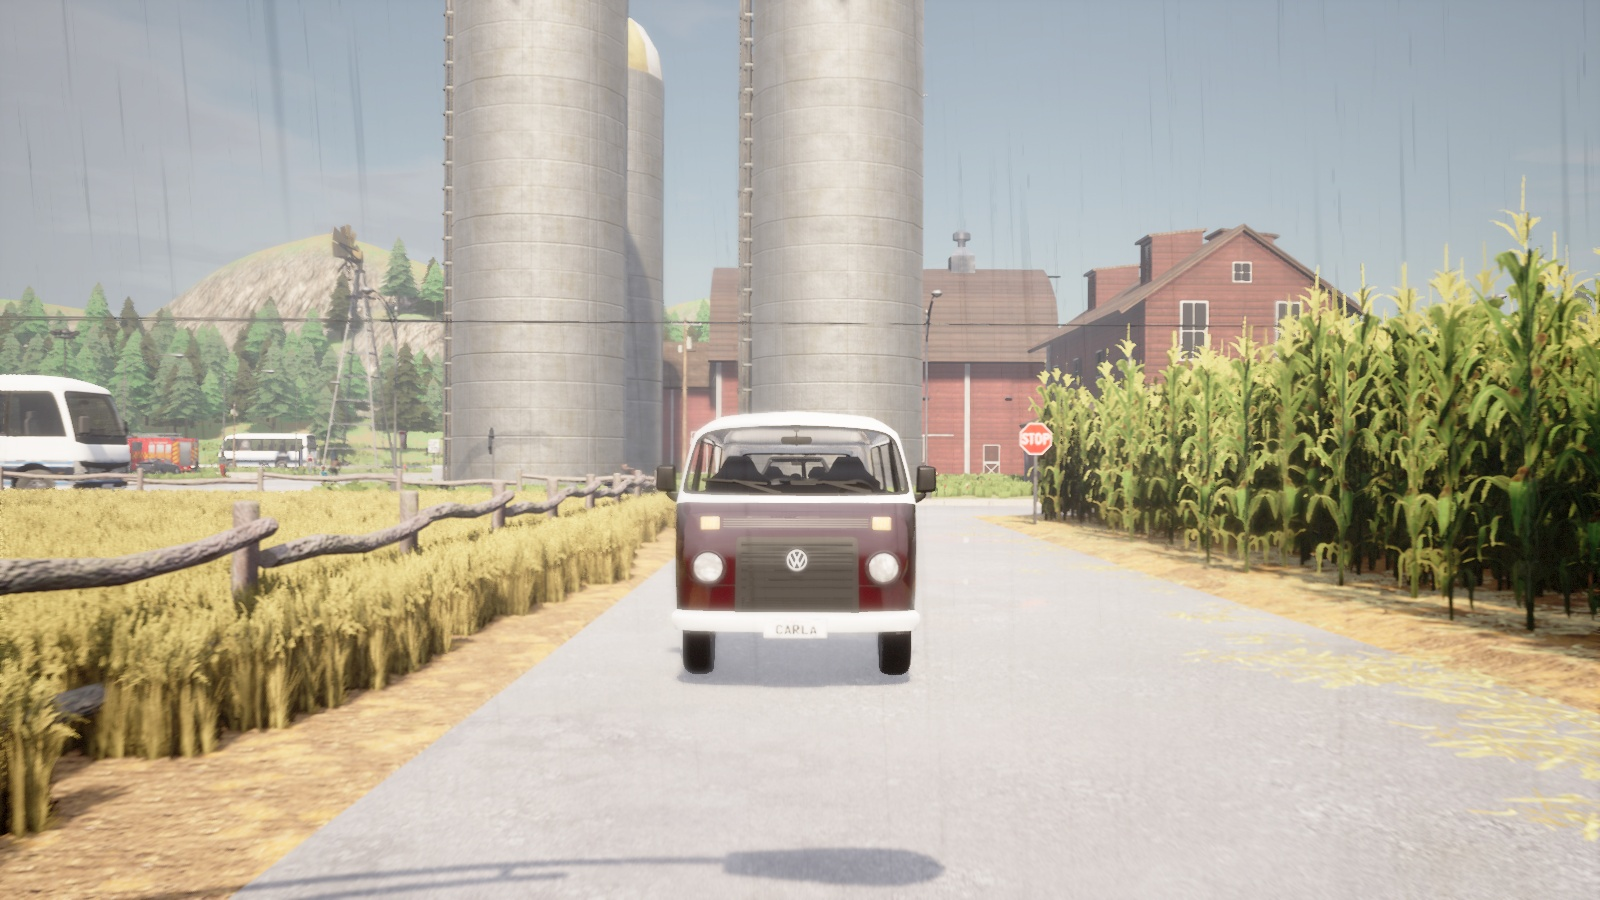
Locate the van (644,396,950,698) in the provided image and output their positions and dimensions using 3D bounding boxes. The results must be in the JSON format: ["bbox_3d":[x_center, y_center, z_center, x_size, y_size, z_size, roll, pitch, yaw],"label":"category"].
[{"bbox_3d":[-0.027,0.698,10.742,2.069,2.038,4.480,0,-1,0],"label":"van"}]

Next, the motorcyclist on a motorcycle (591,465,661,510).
[{"bbox_3d":[-5.981,1.290,43.175,2.191,1.530,0.866,0,0,11],"label":"motorcyclist on a motorcycle"}]

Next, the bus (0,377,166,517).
[{"bbox_3d":[-26.390,-0.062,40.111,10.273,4.253,3.944,0,0,0],"label":"bus"}]
